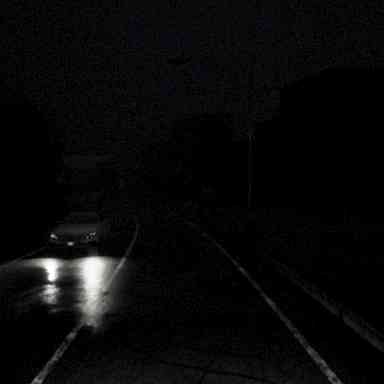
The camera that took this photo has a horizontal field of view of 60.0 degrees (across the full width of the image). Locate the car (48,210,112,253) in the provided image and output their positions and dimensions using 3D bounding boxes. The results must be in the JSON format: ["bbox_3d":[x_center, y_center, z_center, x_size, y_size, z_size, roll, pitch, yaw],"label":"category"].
[{"bbox_3d":[-4.435,1.502,13.771,1.812,1.442,4.674,-1,0,-6],"label":"car"}]
